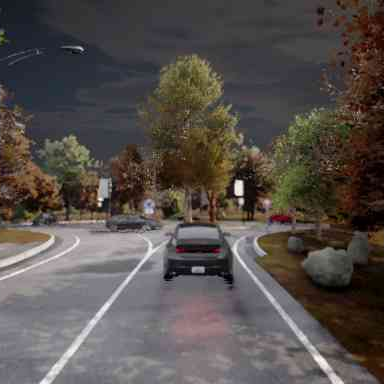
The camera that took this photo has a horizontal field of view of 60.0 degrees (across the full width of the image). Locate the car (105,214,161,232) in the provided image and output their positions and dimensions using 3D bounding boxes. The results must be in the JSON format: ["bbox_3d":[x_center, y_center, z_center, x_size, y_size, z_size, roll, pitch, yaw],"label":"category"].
[{"bbox_3d":[-5.063,2.684,28.800,4.892,1.490,1.837,-1,-2,9],"label":"car"}]

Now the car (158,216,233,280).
[{"bbox_3d":[0.186,1.702,10.474,1.837,1.490,4.892,0,-2,1],"label":"car"}]

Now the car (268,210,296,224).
[{"bbox_3d":[13.170,3.658,48.915,2.150,2.045,5.566,1,-4,-11],"label":"car"}]

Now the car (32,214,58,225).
[{"bbox_3d":[-19.536,3.662,44.430,1.837,1.490,4.892,-1,-4,0],"label":"car"}]

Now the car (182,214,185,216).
[{"bbox_3d":[-1.370,4.744,61.450,4.718,1.301,1.895,0,-4,9],"label":"car"}]
